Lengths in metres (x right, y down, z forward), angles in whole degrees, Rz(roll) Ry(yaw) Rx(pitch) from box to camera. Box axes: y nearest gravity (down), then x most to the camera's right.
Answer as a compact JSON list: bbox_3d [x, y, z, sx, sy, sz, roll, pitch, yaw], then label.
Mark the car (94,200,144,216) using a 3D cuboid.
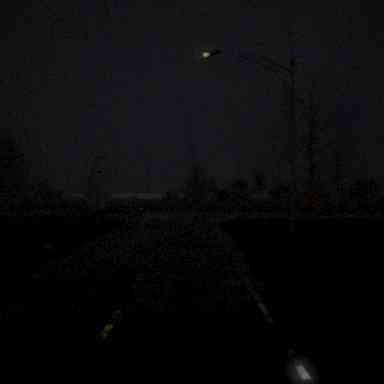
[{"bbox_3d":[-6.845,1.472,31.368,4.674,1.442,1.812,1,1,0],"label":"car"}]
